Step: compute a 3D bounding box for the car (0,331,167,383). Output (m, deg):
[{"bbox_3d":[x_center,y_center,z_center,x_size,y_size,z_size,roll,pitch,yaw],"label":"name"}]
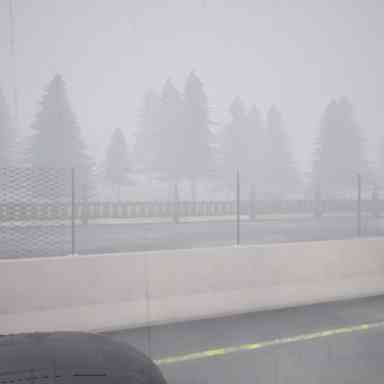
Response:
[{"bbox_3d":[-2.520,1.477,1.703,5.008,1.535,1.882,0,0,-19],"label":"car"}]
